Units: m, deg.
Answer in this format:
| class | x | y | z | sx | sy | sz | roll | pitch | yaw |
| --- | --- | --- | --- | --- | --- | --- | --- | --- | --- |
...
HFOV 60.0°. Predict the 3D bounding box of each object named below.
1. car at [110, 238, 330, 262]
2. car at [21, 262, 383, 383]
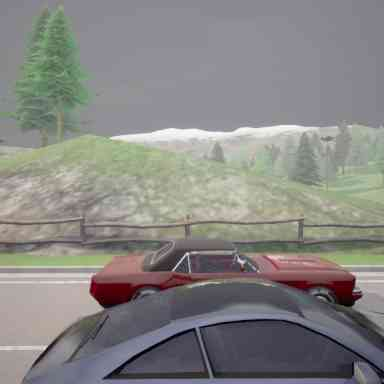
| class | x | y | z | sx | sy | sz | roll | pitch | yaw |
| --- | --- | --- | --- | --- | --- | --- | --- | --- | --- |
| car | 0.618 | 1.601 | 6.478 | 4.718 | 1.301 | 1.895 | 0 | 0 | -1 |
| car | 0.706 | 1.564 | 2.980 | 4.181 | 1.385 | 1.994 | 0 | 0 | -1 |
